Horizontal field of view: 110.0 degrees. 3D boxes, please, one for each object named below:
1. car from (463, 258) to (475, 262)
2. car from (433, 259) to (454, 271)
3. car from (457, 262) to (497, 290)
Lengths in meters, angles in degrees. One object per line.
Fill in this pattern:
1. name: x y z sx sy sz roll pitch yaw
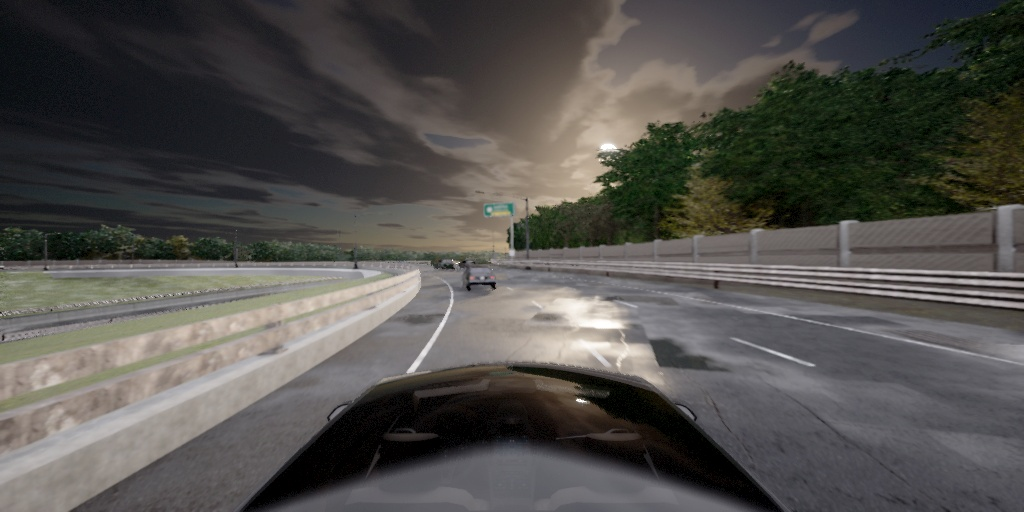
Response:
1. car: -6.880 1.364 55.351 1.837 1.490 4.892 0 0 -29
2. car: -10.449 1.269 54.536 2.097 1.767 4.553 -1 0 -29
3. car: -2.208 1.332 23.181 2.033 1.411 5.357 -1 0 -12
